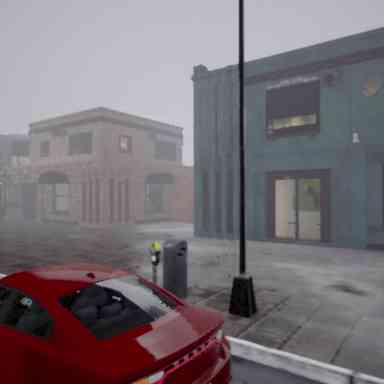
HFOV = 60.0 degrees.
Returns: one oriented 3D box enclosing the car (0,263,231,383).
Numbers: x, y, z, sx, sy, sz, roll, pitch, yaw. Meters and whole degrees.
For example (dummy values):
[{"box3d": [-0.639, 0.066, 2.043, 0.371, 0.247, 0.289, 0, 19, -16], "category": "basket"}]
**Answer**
[{"box3d": [-1.713, 1.582, 4.093, 4.507, 1.381, 1.887, -1, 0, 36], "category": "car"}]
